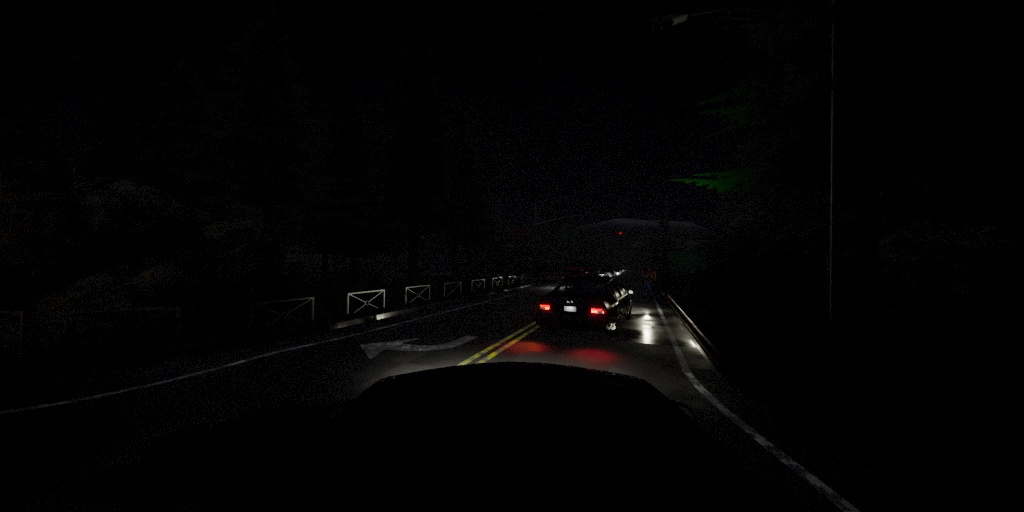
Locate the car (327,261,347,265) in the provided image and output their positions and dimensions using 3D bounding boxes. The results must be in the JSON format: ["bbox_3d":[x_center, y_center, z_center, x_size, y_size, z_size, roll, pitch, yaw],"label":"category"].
[{"bbox_3d":[-24.494,1.469,51.998,5.357,1.411,2.033,1,-1,23],"label":"car"}]

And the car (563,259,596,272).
[{"bbox_3d":[5.656,1.265,29.689,2.150,2.045,5.566,1,-1,19],"label":"car"}]

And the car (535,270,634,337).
[{"bbox_3d":[2.313,1.276,10.289,2.033,1.411,5.357,1,-1,24],"label":"car"}]

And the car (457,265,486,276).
[{"bbox_3d":[-5.331,1.756,44.752,4.181,1.385,1.994,1,-1,20],"label":"car"}]

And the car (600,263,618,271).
[{"bbox_3d":[14.534,2.083,54.723,2.033,1.411,5.357,1,-1,20],"label":"car"}]

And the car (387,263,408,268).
[{"bbox_3d":[-14.727,1.622,48.159,4.181,1.385,1.994,1,-1,20],"label":"car"}]

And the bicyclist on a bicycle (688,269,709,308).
[{"bbox_3d":[7.888,1.353,15.108,1.656,1.620,0.582,1,-1,-34],"label":"bicyclist on a bicycle"}]

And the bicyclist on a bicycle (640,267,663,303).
[{"bbox_3d":[6.444,1.340,16.492,1.656,1.620,0.582,1,-1,-31],"label":"bicyclist on a bicycle"}]
